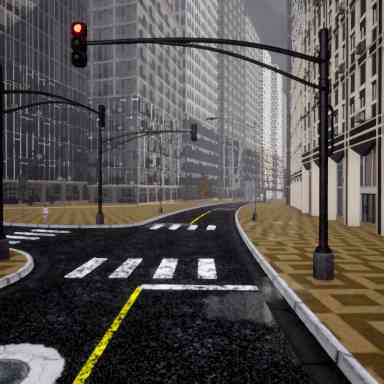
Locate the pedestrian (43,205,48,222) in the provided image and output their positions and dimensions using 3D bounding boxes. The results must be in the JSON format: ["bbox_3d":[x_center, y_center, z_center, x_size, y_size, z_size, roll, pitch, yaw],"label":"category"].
[{"bbox_3d":[-9.295,1.345,21.045,0.500,1.100,0.500,0,0,17],"label":"pedestrian"}]
